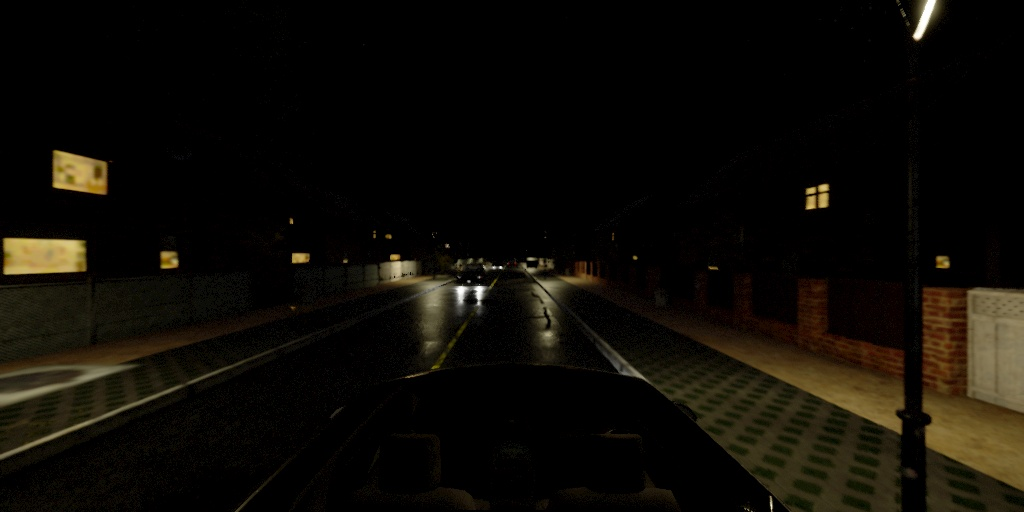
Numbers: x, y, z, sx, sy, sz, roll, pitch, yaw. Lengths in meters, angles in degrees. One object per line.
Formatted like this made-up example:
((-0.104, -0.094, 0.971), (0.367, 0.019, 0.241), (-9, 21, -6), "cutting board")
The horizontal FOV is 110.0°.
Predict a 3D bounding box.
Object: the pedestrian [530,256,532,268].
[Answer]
((3.029, 0.914, 56.237), (0.375, 1.860, 0.375), (0, 0, -6), "pedestrian")

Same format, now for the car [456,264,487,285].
((-2.841, 1.312, 26.324), (2.033, 1.411, 5.357), (0, 0, 0), "car")

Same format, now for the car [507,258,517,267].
((0.030, 1.346, 65.499), (2.033, 1.411, 5.357), (0, 0, 0), "car")

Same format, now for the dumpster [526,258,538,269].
((3.029, 1.168, 54.775), (1.020, 1.700, 1.940), (0, 0, 0), "dumpster")
